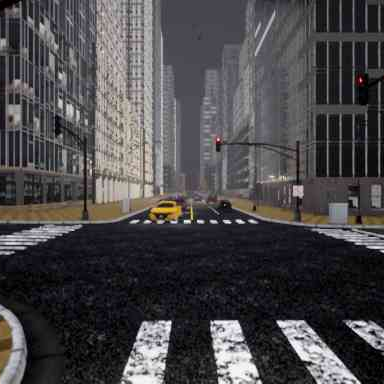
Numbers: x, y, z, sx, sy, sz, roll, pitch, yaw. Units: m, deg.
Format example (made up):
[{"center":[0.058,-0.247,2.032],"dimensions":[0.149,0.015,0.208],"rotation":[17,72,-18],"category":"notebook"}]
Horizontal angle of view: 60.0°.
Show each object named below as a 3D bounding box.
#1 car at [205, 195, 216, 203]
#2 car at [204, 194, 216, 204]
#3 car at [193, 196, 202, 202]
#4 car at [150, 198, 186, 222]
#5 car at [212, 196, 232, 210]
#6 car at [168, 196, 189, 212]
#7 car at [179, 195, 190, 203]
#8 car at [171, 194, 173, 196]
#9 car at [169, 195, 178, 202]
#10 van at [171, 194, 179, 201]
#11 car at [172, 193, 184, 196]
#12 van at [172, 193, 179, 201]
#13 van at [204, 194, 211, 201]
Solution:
[{"center":[3.785,1.402,69.423],"dimensions":[1.967,1.590,4.097],"rotation":[0,0,0],"category":"car"},{"center":[3.807,1.285,63.894],"dimensions":[2.192,1.841,5.009],"rotation":[0,0,0],"category":"car"},{"center":[1.218,1.497,72.899],"dimensions":[2.033,1.411,5.357],"rotation":[0,0,0],"category":"car"},{"center":[-1.949,1.486,26.441],"dimensions":[1.882,1.535,5.008],"rotation":[0,0,6],"category":"car"},{"center":[3.941,1.561,41.786],"dimensions":[1.947,1.339,4.313],"rotation":[0,0,0],"category":"car"},{"center":[-1.503,1.523,39.350],"dimensions":[1.812,1.442,4.674],"rotation":[0,0,1],"category":"car"},{"center":[-1.523,1.423,67.555],"dimensions":[2.033,1.411,5.357],"rotation":[0,0,0],"category":"car"},{"center":[-4.073,1.536,63.864],"dimensions":[1.947,1.339,4.313],"rotation":[0,0,0],"category":"car"},{"center":[-4.116,1.393,74.920],"dimensions":[1.967,1.590,4.097],"rotation":[0,0,0],"category":"car"},{"center":[-4.138,1.286,80.447],"dimensions":[1.690,1.788,3.998],"rotation":[0,0,0],"category":"van"},{"center":[-1.553,1.337,52.013],"dimensions":[2.097,1.767,4.553],"rotation":[0,0,0],"category":"car"},{"center":[-4.159,1.277,85.974],"dimensions":[1.690,1.788,3.998],"rotation":[0,0,0],"category":"van"},{"center":[3.742,1.286,80.477],"dimensions":[1.690,1.788,3.998],"rotation":[0,0,0],"category":"van"}]
